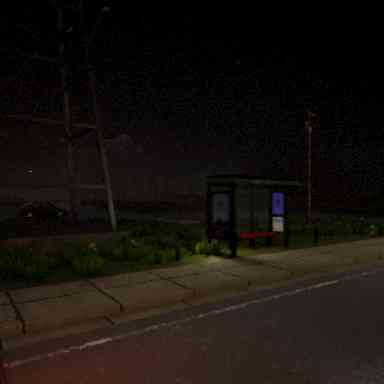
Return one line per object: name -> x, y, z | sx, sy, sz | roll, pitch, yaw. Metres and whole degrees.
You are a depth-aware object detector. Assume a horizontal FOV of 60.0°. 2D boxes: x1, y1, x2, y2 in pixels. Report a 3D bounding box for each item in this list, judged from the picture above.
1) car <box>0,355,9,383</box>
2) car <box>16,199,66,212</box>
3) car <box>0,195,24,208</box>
car -> -3.343, 1.289, 1.485 | 4.553, 1.767, 2.097 | 1, -1, -35
car -> -13.201, 1.591, 29.826 | 3.905, 1.438, 1.784 | 1, 0, -36
car -> -26.617, 1.375, 47.864 | 4.605, 1.855, 1.932 | 1, 0, -36
